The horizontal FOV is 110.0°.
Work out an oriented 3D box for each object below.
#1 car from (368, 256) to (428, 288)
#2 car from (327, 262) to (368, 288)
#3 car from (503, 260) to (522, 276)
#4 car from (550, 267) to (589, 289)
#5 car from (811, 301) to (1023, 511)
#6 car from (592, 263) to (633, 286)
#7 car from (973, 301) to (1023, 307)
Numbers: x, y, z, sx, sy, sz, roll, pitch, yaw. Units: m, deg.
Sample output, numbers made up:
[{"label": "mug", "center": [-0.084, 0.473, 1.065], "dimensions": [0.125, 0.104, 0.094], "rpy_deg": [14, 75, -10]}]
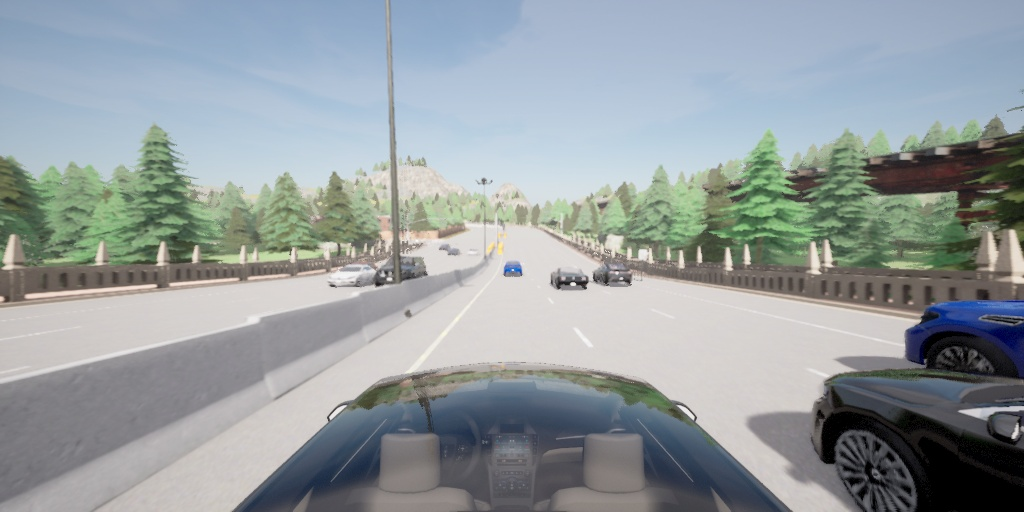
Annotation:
[{"label": "car", "center": [-7.096, 1.004, 23.524], "dimensions": [2.150, 2.045, 5.566], "rpy_deg": [0, 0, 0]}, {"label": "car", "center": [-10.603, 1.308, 24.288], "dimensions": [1.812, 1.442, 4.674], "rpy_deg": [0, 0, 0]}, {"label": "car", "center": [0.102, 1.201, 37.970], "dimensions": [1.882, 1.535, 5.008], "rpy_deg": [0, 1, 0]}, {"label": "car", "center": [3.601, 1.382, 23.331], "dimensions": [1.895, 1.301, 4.718], "rpy_deg": [0, 0, 0]}, {"label": "car", "center": [3.600, 1.241, 1.214], "dimensions": [2.128, 1.511, 4.902], "rpy_deg": [0, 0, 0]}, {"label": "car", "center": [7.101, 1.276, 25.724], "dimensions": [2.128, 1.511, 4.902], "rpy_deg": [0, 0, 0]}, {"label": "car", "center": [7.100, 0.973, 3.054], "dimensions": [2.150, 2.045, 5.566], "rpy_deg": [0, 0, 0]}]
